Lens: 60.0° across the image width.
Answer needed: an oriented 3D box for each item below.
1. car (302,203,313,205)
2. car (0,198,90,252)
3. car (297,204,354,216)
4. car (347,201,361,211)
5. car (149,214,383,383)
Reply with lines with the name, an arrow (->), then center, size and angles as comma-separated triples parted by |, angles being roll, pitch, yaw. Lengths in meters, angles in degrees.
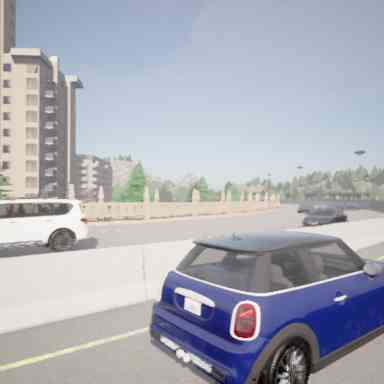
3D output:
car -> 15.319, 2.197, 44.187 | 2.033, 1.411, 5.357 | 0, -1, 27
car -> -6.657, 1.259, 12.290 | 5.566, 2.045, 2.150 | 1, 0, -38
car -> 9.079, 1.811, 22.455 | 1.837, 1.490, 4.892 | 0, -1, 40
car -> 28.254, 2.423, 58.269 | 1.882, 1.535, 5.008 | 0, -1, 16
car -> 1.666, 1.412, 5.300 | 4.553, 1.767, 2.097 | 1, -1, -39
